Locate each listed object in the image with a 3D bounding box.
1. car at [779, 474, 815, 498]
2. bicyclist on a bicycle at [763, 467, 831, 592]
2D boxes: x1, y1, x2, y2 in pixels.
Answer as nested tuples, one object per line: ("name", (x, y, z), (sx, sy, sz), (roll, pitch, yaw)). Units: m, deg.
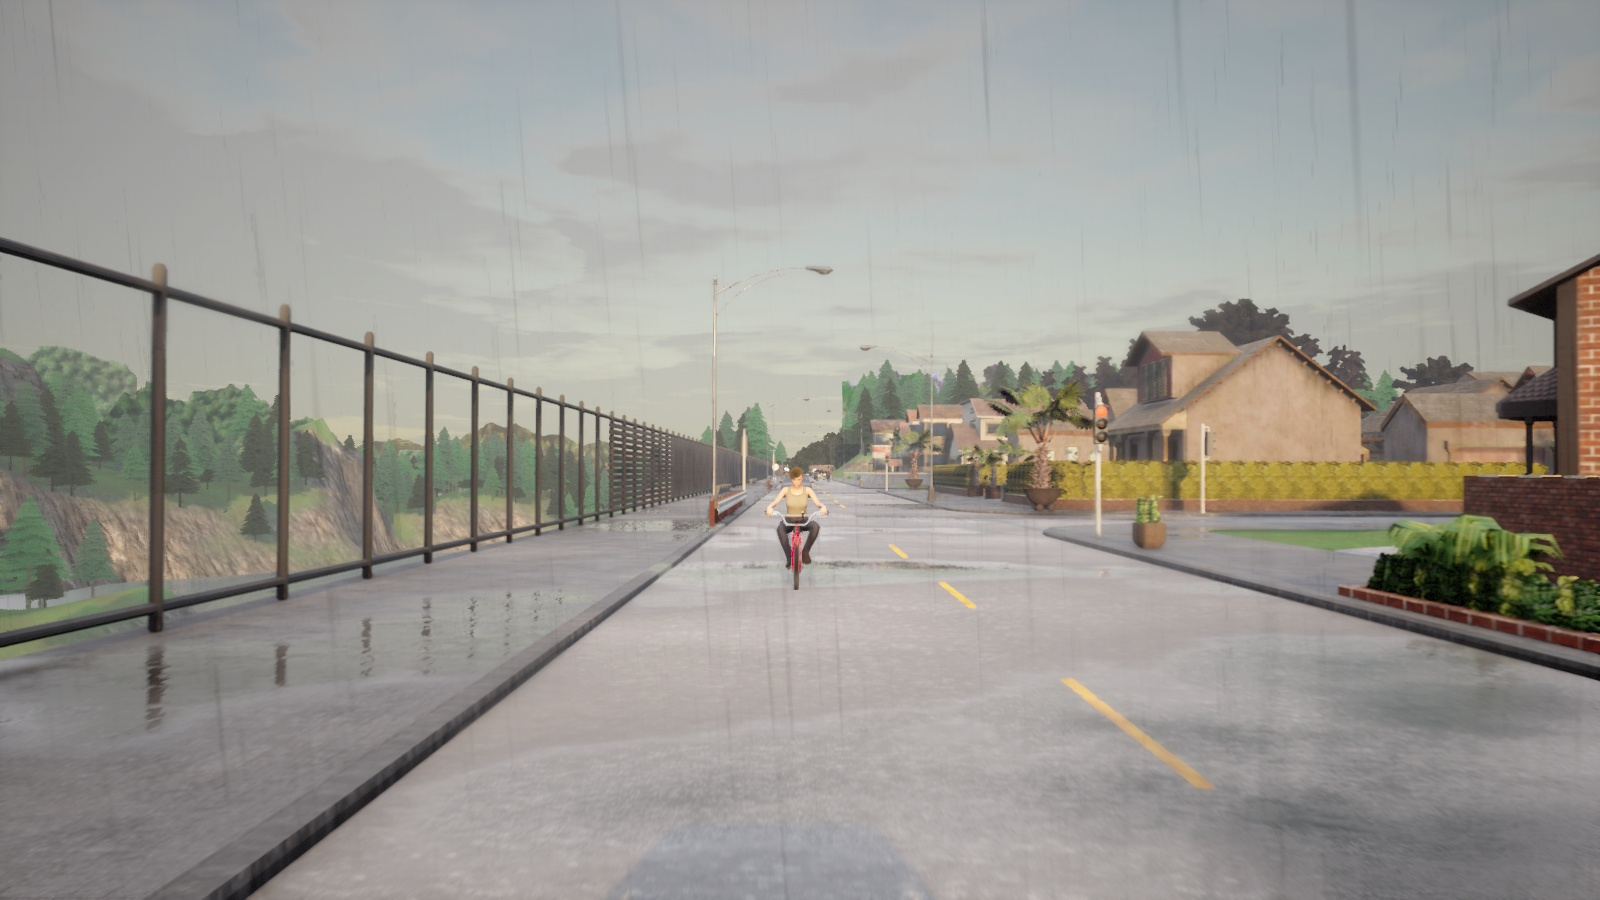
("car", (-0.180, 2.112, 74.584), (2.033, 1.411, 5.357), (0, -1, 0))
("bicyclist on a bicycle", (-0.036, 1.034, 16.891), (0.866, 1.612, 1.509), (0, -1, 0))
